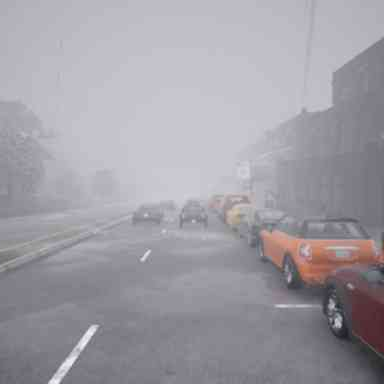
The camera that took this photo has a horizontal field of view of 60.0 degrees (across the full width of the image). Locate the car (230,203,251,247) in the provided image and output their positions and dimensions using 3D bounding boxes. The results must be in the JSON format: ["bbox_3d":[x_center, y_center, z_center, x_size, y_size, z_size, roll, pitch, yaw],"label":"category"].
[{"bbox_3d":[3.228,1.474,14.818,2.231,1.521,4.892,0,0,0],"label":"car"}]

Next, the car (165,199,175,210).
[{"bbox_3d":[-3.143,1.582,41.659,1.895,1.301,4.718,0,0,0],"label":"car"}]

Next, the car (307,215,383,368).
[{"bbox_3d":[3.225,1.353,3.742,2.185,1.767,4.553,0,0,0],"label":"car"}]

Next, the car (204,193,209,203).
[{"bbox_3d":[3.232,1.332,47.943,2.185,1.767,4.553,0,0,0],"label":"car"}]

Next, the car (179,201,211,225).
[{"bbox_3d":[0.103,1.590,23.673,1.895,1.301,4.718,0,0,0],"label":"car"}]

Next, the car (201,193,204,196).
[{"bbox_3d":[3.234,1.454,58.893,2.231,1.521,4.892,0,0,0],"label":"car"}]

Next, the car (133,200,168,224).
[{"bbox_3d":[-3.146,1.554,24.666,1.994,1.385,4.181,0,0,0],"label":"car"}]

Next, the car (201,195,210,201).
[{"bbox_3d":[3.237,1.440,81.188,1.946,1.575,5.366,0,0,0],"label":"car"}]

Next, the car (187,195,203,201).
[{"bbox_3d":[0.106,1.485,41.268,1.837,1.490,4.892,0,0,0],"label":"car"}]

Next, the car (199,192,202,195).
[{"bbox_3d":[3.238,1.320,75.445,2.185,1.767,4.553,0,0,0],"label":"car"}]

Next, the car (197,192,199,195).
[{"bbox_3d":[3.228,1.439,92.046,2.231,1.521,4.892,0,0,0],"label":"car"}]

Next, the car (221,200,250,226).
[{"bbox_3d":[3.228,1.470,20.344,2.097,1.535,5.008,0,0,0],"label":"car"}]

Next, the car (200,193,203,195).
[{"bbox_3d":[3.235,1.445,70.135,1.946,1.575,5.366,0,0,0],"label":"car"}]

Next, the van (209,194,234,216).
[{"bbox_3d":[3.231,1.237,37.041,1.878,1.987,4.442,0,0,0],"label":"van"}]

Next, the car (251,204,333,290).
[{"bbox_3d":[3.226,1.350,9.268,2.185,1.767,4.553,0,0,0],"label":"car"}]
